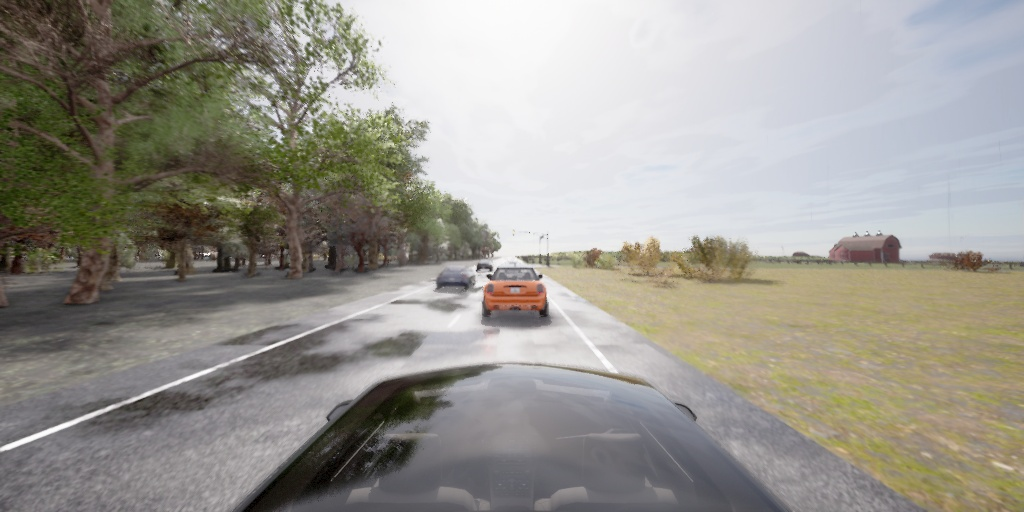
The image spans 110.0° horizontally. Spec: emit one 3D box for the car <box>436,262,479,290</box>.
[{"bbox_3d":[-3.397,1.261,22.257,1.994,1.385,4.181,0,0,0],"label":"car"}]

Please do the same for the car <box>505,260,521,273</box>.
[{"bbox_3d":[0.106,1.165,42.287,1.812,1.442,4.674,0,0,0],"label":"car"}]

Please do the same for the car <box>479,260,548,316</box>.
[{"bbox_3d":[0.103,1.075,13.277,2.097,1.767,4.553,0,0,0],"label":"car"}]

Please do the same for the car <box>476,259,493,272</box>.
[{"bbox_3d":[-3.393,1.158,44.772,1.812,1.442,4.674,0,0,0],"label":"car"}]
